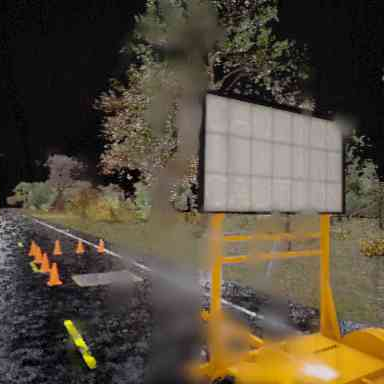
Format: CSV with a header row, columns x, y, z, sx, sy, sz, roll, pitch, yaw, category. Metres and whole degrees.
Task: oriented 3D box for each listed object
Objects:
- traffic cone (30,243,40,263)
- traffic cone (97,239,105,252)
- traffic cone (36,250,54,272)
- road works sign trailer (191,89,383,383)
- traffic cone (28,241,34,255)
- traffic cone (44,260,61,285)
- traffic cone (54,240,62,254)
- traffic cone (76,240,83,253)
x,y,z,sx,sy,sz,roll,pitch,yaw,category
-5.954,2.404,12.889,0.340,0.580,0.340,2,-3,-31,traffic cone
-4.397,2.571,16.136,0.340,0.580,0.340,2,-3,-31,traffic cone
-4.933,2.350,11.170,0.340,0.580,0.340,2,-3,-31,traffic cone
0.969,0.674,4.263,2.380,3.560,2.880,2,-3,-31,road works sign trailer
-6.975,2.459,14.608,0.340,0.580,0.340,2,-3,-31,traffic cone
-3.912,2.296,9.451,0.340,0.580,0.340,2,-3,-31,traffic cone
-6.116,2.496,15.117,0.340,0.580,0.340,2,-3,-31,traffic cone
-5.256,2.534,15.627,0.340,0.580,0.340,2,-3,-31,traffic cone
